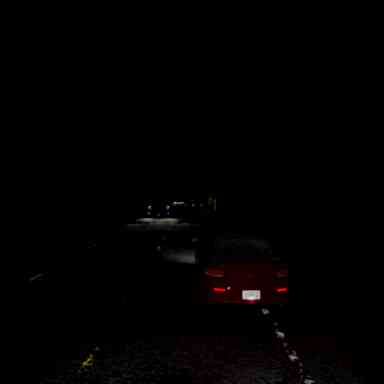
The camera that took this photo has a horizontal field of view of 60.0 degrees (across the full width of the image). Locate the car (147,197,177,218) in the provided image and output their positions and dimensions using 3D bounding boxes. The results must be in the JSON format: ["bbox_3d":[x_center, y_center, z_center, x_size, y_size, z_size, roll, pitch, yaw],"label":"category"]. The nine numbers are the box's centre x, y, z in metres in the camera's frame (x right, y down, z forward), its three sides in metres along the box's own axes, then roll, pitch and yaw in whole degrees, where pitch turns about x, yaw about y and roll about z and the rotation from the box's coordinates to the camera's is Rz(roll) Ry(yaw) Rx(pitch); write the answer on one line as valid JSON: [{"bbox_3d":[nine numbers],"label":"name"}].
[{"bbox_3d":[-2.778,1.340,29.830,2.097,1.767,4.553,0,0,0],"label":"car"}]

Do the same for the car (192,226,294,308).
[{"bbox_3d":[0.979,1.524,7.763,1.812,1.442,4.674,0,0,0],"label":"car"}]

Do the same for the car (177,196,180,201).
[{"bbox_3d":[-2.572,1.556,72.842,1.895,1.301,4.718,0,0,0],"label":"car"}]

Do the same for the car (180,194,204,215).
[{"bbox_3d":[0.152,1.337,34.155,2.097,1.767,4.553,0,0,0],"label":"car"}]
